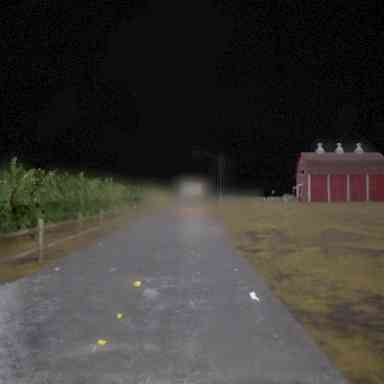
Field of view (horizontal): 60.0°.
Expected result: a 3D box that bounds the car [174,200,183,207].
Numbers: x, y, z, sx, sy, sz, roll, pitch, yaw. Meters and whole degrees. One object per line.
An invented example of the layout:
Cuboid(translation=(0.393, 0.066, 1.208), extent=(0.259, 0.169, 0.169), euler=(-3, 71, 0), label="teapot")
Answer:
Cuboid(translation=(-2.762, 2.356, 71.011), extent=(2.033, 1.411, 5.357), euler=(0, -1, 0), label="car")

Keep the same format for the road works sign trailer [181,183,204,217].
Cuboid(translation=(0.029, 0.809, 35.772), extent=(2.380, 3.560, 2.880), euler=(1, -1, 0), label="road works sign trailer")
